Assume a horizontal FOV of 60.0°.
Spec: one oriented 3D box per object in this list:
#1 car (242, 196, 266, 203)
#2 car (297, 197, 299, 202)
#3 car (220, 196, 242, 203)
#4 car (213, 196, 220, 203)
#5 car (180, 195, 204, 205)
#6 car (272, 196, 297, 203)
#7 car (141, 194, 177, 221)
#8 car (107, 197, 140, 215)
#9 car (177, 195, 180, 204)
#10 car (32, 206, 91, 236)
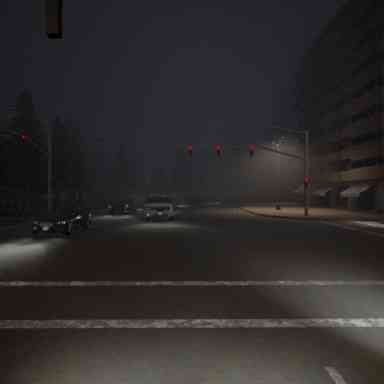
[{"bbox_3d":[13.128,1.475,68.087,5.008,1.535,1.882,0,0,-41],"label":"car"},{"bbox_3d":[21.923,1.522,73.615,4.902,1.511,2.128,0,0,-22],"label":"car"},{"bbox_3d":[8.731,1.492,68.810,4.902,1.511,2.128,0,0,-45],"label":"car"},{"bbox_3d":[6.445,1.517,71.462,4.674,1.442,1.812,0,0,-45],"label":"car"},{"bbox_3d":[0.465,1.490,56.635,2.128,1.511,4.902,0,0,26],"label":"car"},{"bbox_3d":[18.492,1.475,67.600,5.008,1.535,1.882,0,0,-33],"label":"car"},{"bbox_3d":[-2.871,1.242,27.775,2.150,2.045,5.566,-1,1,-10],"label":"car"},{"bbox_3d":[-6.952,1.351,33.363,2.097,1.767,4.553,0,0,2],"label":"car"},{"bbox_3d":[-3.113,1.350,41.715,2.097,1.767,4.553,0,0,5],"label":"car"},{"bbox_3d":[-7.080,1.521,18.552,2.128,1.511,4.902,0,0,0],"label":"car"}]
